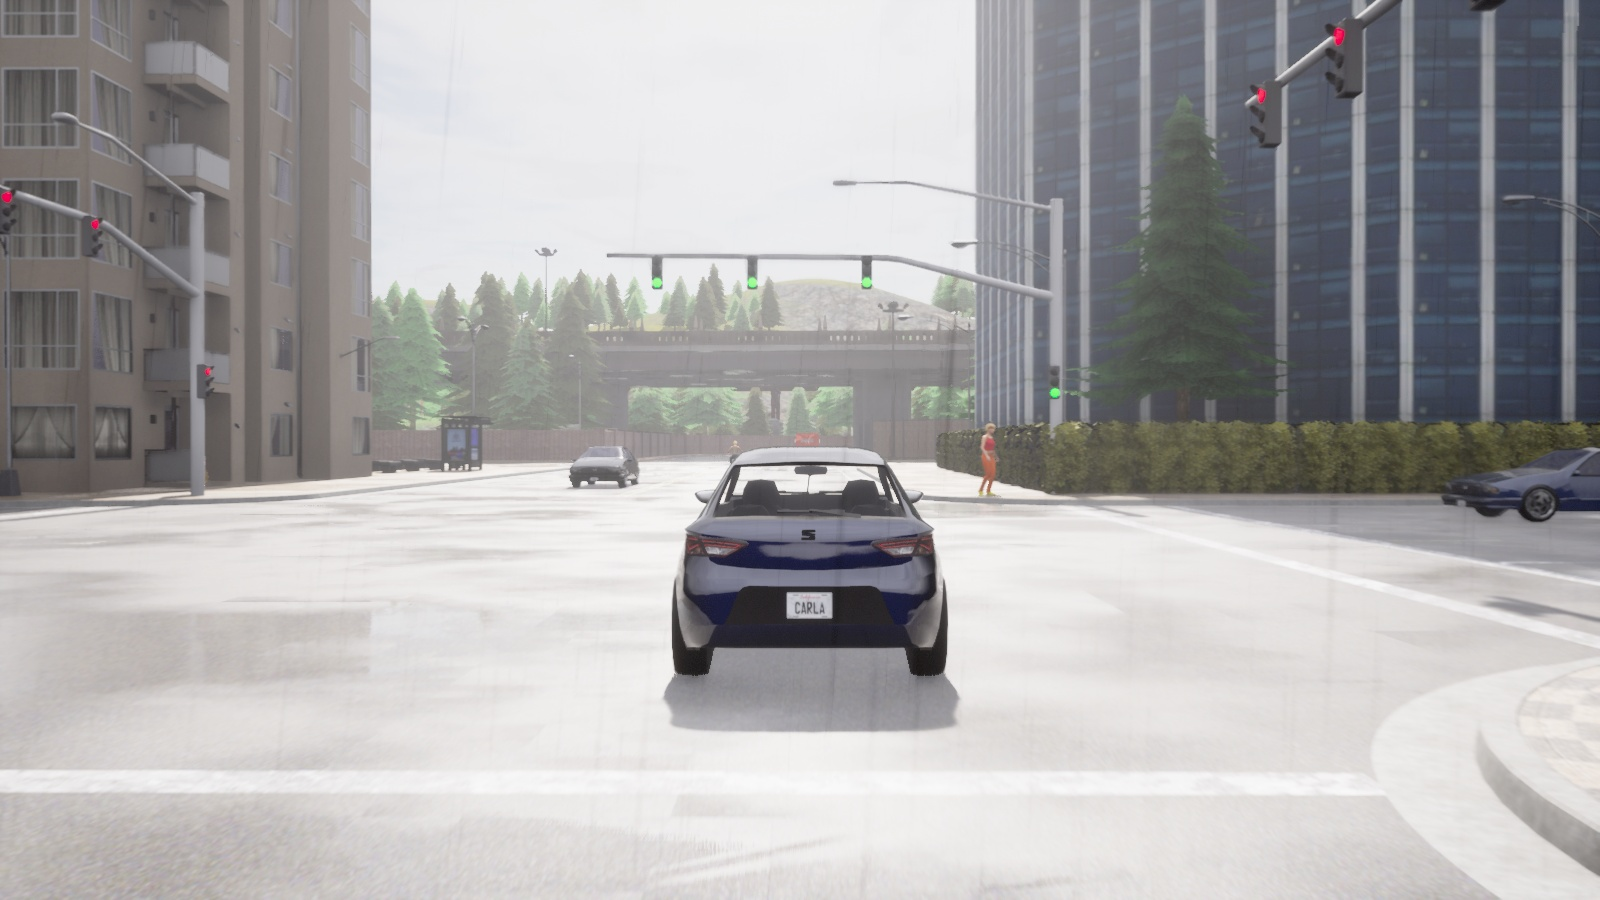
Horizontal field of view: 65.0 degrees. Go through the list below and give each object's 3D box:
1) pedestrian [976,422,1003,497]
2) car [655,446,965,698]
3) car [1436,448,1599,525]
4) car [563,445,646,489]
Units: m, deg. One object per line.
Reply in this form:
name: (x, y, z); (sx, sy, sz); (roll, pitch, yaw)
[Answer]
pedestrian: (4.730, 0.231, 31.345); (0.345, 1.836, 0.594); (0, 0, -45)
car: (0.069, 0.709, 9.472); (1.816, 1.474, 4.193); (0, 0, 0)
car: (15.492, 0.675, 24.295); (5.357, 1.411, 2.033); (0, 0, 0)
car: (-6.736, 0.551, 43.765); (2.033, 1.411, 5.357); (0, 0, 0)
